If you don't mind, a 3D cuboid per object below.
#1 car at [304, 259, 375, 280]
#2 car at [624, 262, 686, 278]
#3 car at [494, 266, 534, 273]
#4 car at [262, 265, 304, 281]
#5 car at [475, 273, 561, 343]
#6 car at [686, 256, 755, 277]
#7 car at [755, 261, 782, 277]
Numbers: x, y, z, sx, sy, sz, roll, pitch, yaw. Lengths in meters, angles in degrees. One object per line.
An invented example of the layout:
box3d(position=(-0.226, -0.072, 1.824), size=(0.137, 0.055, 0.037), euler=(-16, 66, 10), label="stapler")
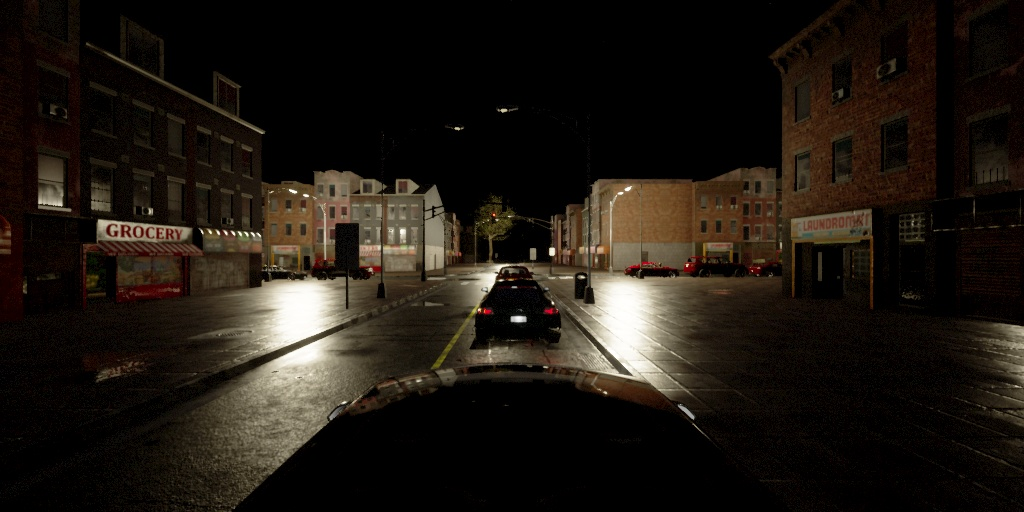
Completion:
box3d(position=(-14.451, 1.180, 30.685), size=(5.009, 1.841, 2.192), euler=(0, 0, 0), label="car")
box3d(position=(11.957, 1.217, 30.723), size=(4.507, 1.381, 1.888), euler=(0, 0, 0), label="car")
box3d(position=(0.106, 1.236, 18.612), size=(1.882, 1.535, 5.008), euler=(0, 0, 0), label="car")
box3d(position=(-19.877, 1.473, 30.677), size=(4.313, 1.339, 1.948), euler=(0, 0, 0), label="car")
box3d(position=(0.110, 1.316, 9.648), size=(1.994, 1.385, 4.181), euler=(0, 0, -1), label="car")
box3d(position=(17.391, 0.948, 30.731), size=(5.009, 1.841, 2.192), euler=(0, 0, 0), label="car")
box3d(position=(22.825, 1.141, 30.739), size=(4.507, 1.381, 1.888), euler=(0, 0, 0), label="car")
